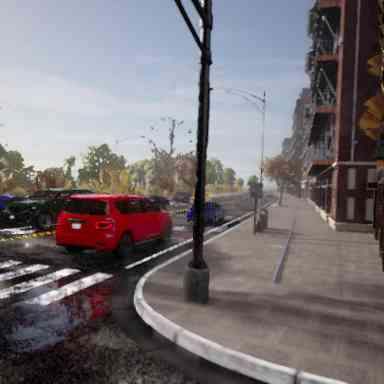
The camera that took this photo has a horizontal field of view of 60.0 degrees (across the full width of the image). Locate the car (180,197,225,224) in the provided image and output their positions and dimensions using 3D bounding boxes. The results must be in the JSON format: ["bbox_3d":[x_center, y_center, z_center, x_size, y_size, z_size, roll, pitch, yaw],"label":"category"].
[{"bbox_3d":[1.018,1.346,23.331,1.812,1.442,4.674,2,1,18],"label":"car"}]

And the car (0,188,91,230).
[{"bbox_3d":[-7.566,0.812,18.369,2.150,2.045,5.566,3,1,20],"label":"car"}]

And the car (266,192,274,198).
[{"bbox_3d":[21.581,0.964,92.889,1.895,1.301,4.718,2,1,14],"label":"car"}]

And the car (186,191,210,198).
[{"bbox_3d":[1.171,0.904,45.202,1.882,1.535,5.008,2,1,18],"label":"car"}]

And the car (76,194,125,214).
[{"bbox_3d":[-7.683,0.968,28.390,1.994,1.385,4.181,2,1,18],"label":"car"}]

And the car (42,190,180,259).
[{"bbox_3d":[-2.605,1.106,12.541,2.150,2.045,5.566,3,1,19],"label":"car"}]

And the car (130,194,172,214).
[{"bbox_3d":[-3.610,0.996,30.366,1.882,1.535,5.008,2,1,18],"label":"car"}]

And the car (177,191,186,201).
[{"bbox_3d":[-1.483,0.637,47.547,2.097,1.767,4.553,2,1,18],"label":"car"}]
